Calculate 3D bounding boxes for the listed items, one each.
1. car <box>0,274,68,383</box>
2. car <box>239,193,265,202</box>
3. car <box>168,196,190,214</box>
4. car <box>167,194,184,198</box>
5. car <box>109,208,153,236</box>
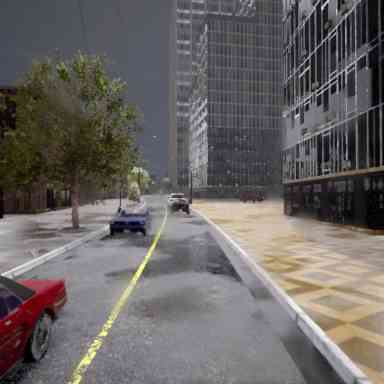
[{"bbox_3d":[-2.896,1.602,3.096,1.895,1.301,4.718,0,0,-1],"label":"car"},{"bbox_3d":[11.932,1.212,66.543,5.009,1.841,2.192,0,-1,13],"label":"car"},{"bbox_3d":[-1.276,1.513,34.966,1.837,1.490,4.892,0,0,-4],"label":"car"},{"bbox_3d":[-2.082,1.230,44.955,2.150,2.045,5.566,0,0,-6],"label":"car"},{"bbox_3d":[-3.274,1.605,18.483,1.895,1.301,4.718,0,0,-2],"label":"car"}]
